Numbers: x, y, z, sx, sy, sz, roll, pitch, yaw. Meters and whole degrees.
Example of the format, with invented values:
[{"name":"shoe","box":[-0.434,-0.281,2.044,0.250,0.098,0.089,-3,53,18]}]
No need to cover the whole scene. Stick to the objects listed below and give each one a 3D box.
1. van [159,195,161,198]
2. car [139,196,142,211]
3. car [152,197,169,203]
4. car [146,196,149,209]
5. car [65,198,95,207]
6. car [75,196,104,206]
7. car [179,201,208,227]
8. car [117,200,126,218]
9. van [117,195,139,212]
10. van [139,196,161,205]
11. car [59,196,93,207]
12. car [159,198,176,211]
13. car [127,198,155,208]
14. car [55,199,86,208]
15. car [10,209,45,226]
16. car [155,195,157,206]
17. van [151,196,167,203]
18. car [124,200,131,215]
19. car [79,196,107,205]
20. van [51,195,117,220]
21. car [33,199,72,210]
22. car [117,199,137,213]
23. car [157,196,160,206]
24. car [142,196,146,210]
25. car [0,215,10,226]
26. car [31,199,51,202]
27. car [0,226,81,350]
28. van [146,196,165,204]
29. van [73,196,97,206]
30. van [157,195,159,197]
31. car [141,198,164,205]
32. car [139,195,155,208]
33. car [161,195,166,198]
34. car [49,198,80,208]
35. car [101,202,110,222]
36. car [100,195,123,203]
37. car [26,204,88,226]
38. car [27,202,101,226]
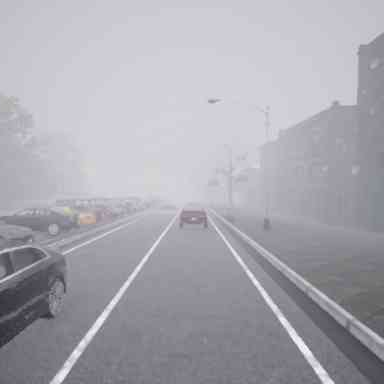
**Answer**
[{"name":"van","box":[-9.040,1.837,66.484,4.442,1.987,1.878,0,-1,0]},{"name":"car","box":[-8.926,1.692,41.255,4.553,1.767,2.185,0,-1,0]},{"name":"car","box":[-8.958,2.253,94.524,4.674,1.452,2.002,0,0,0]},{"name":"car","box":[-8.870,1.747,46.862,4.553,1.767,2.185,0,-1,0]},{"name":"car","box":[-22.189,2.056,65.932,5.366,1.575,1.946,0,-1,0]},{"name":"car","box":[-22.037,1.861,71.485,5.566,2.045,2.435,0,-1,0]},{"name":"car","box":[0.108,1.659,24.226,1.882,1.535,5.008,0,-1,0]},{"name":"car","box":[-8.853,1.738,30.041,4.792,1.488,2.163,0,-1,0]},{"name":"van","box":[-8.775,1.565,38.453,4.442,1.987,1.878,0,-1,0]},{"name":"van","box":[-9.046,1.891,72.089,4.442,1.987,1.878,0,0,0]},{"name":"car","box":[-22.028,1.781,63.159,5.566,2.045,2.435,0,-1,0]},{"name":"car","box":[-3.315,1.933,48.133,1.812,1.442,4.674,0,-1,0]},{"name":"car","box":[-8.945,1.856,58.074,4.553,1.767,2.185,0,-1,0]},{"name":"car","box":[-21.968,2.034,60.381,4.792,1.488,2.163,0,-1,0]},{"name":"car","box":[-8.834,1.585,13.224,4.792,1.488,2.163,0,0,0]},{"name":"car","box":[-8.879,1.675,52.469,5.566,2.045,2.435,0,-1,0]},{"name":"van","box":[-9.069,1.982,91.721,4.442,1.987,1.878,0,0,0]},{"name":"car","box":[-8.856,1.765,32.844,4.792,1.488,2.163,0,-1,0]},{"name":"car","box":[-21.983,1.883,74.262,5.566,2.045,2.435,0,0,0]},{"name":"van","box":[-8.763,1.456,27.241,4.442,1.987,1.878,0,-1,0]},{"name":"car","box":[-21.802,1.921,52.054,5.366,1.575,1.946,0,-1,0]},{"name":"car","box":[-8.884,1.763,35.648,5.008,1.535,2.097,0,-1,0]},{"name":"car","box":[-8.911,2.010,60.876,4.892,1.521,2.231,0,-1,0]},{"name":"car","box":[-8.867,1.719,44.058,4.553,1.767,2.185,0,-1,0]},{"name":"car","box":[-8.856,1.536,10.427,4.892,1.521,2.231,0,0,0]},{"name":"car","box":[-21.990,1.898,49.277,4.892,1.521,2.231,0,-1,0]},{"name":"car","box":[-3.348,1.522,4.639,2.128,1.511,4.902,0,0,0]},{"name":"van","box":[-9.059,1.960,83.309,4.442,1.987,1.878,0,0,0]},{"name":"van","box":[-22.122,1.860,68.709,4.442,1.987,1.878,0,-1,0]},{"name":"van","box":[-9.037,1.810,63.681,4.442,1.987,1.878,0,-1,0]},{"name":"car","box":[-8.939,2.139,74.895,4.892,1.521,2.231,0,0,0]},{"name":"car","box":[-8.876,1.648,49.666,5.566,2.045,2.435,0,-1,0]},{"name":"car","box":[-8.899,1.839,69.289,5.566,2.045,2.435,0,-1,0]},{"name":"car","box":[-22.024,1.852,57.605,4.553,1.767,2.185,0,-1,0]},{"name":"car","box":[-8.905,1.684,24.435,4.792,1.488,2.163,0,-1,0]},{"name":"car","box":[-22.002,1.956,90.920,5.566,2.045,2.435,0,0,0]},{"name":"car","box":[-8.865,1.601,18.832,5.008,1.535,2.097,0,-1,0]},{"name":"car","box":[-9.059,1.624,21.632,5.366,1.575,1.946,0,-1,0]}]
